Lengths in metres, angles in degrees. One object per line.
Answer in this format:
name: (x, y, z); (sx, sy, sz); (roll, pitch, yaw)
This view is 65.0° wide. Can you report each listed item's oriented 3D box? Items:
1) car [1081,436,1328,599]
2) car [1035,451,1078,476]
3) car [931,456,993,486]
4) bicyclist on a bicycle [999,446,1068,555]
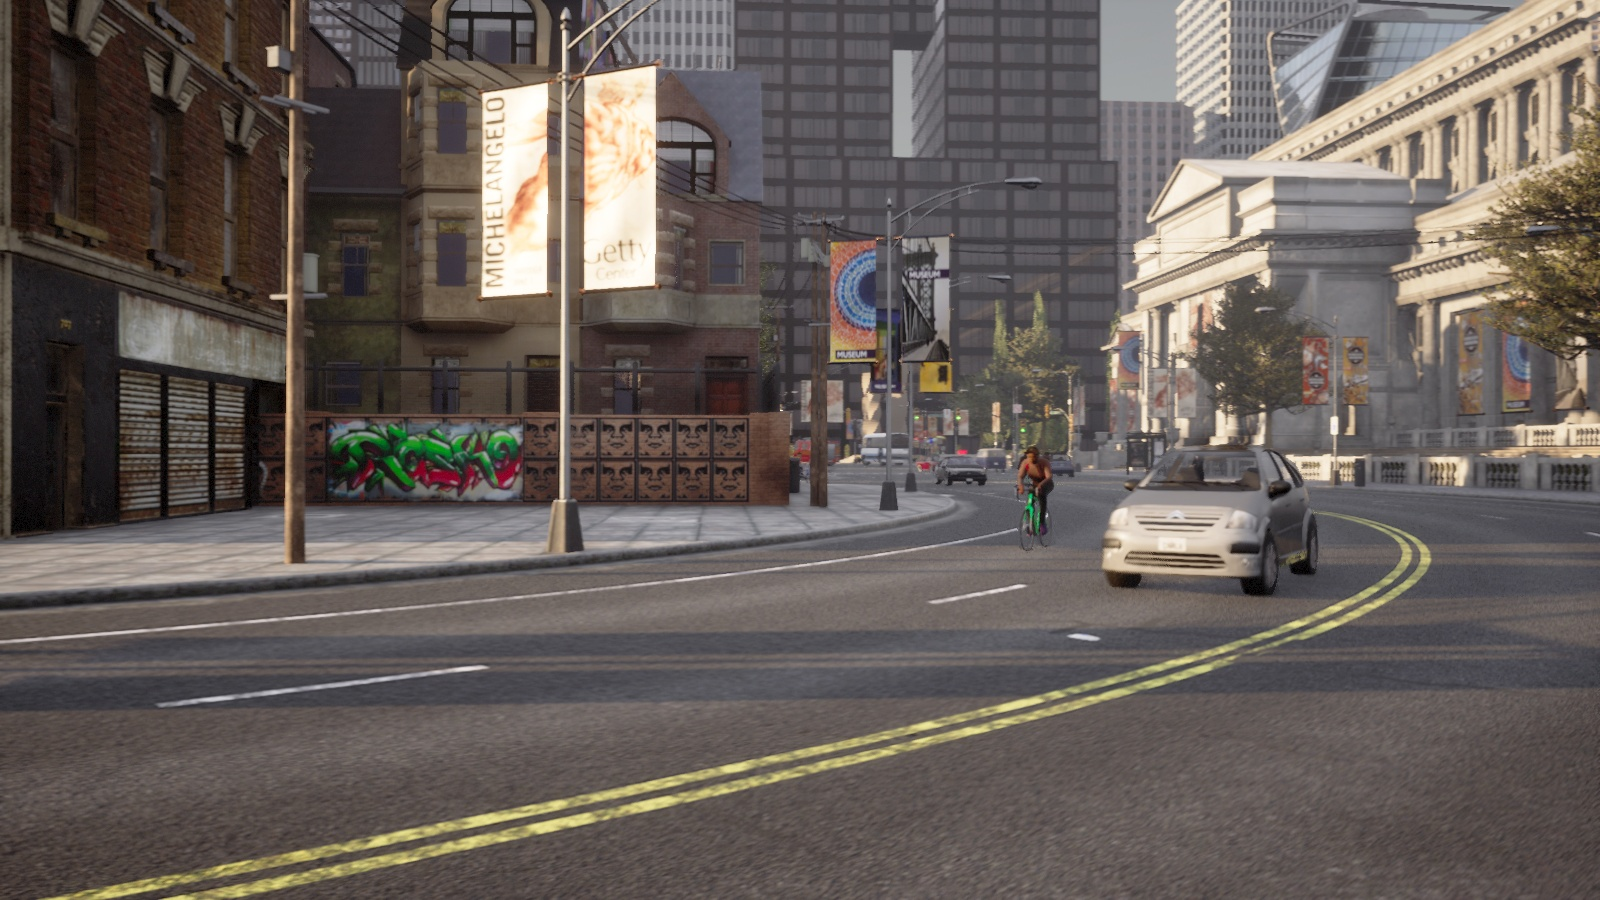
car: (4.843, 0.680, 14.666); (1.851, 1.617, 3.988); (0, 0, 31)
car: (16.999, 0.880, 83.395); (1.851, 1.617, 3.988); (0, 0, -3)
car: (7.786, 0.978, 60.809); (2.033, 1.411, 5.357); (0, 0, -3)
bicyclist on a bicycle: (3.658, 0.755, 19.607); (0.582, 1.620, 1.656); (-1, 0, 28)
